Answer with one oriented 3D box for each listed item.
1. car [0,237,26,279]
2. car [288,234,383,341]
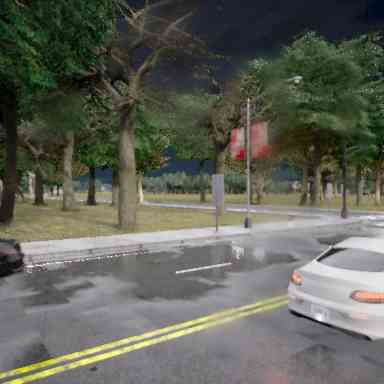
[{"bbox_3d":[-6.220,1.527,7.218,4.674,1.442,1.812,0,0,-35],"label":"car"},{"bbox_3d":[3.686,1.518,6.054,4.674,1.442,1.812,0,0,-36],"label":"car"}]
